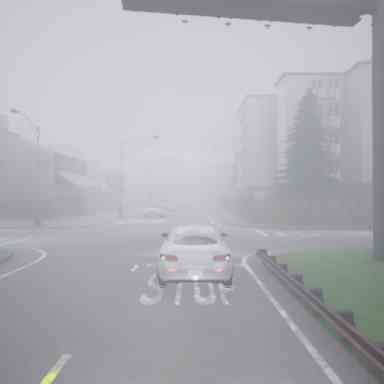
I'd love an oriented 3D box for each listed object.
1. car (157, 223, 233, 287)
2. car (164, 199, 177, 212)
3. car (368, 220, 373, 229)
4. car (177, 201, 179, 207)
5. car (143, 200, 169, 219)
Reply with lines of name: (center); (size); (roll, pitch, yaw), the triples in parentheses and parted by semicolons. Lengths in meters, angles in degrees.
car: (0.075, 1.625, 9.533); (1.812, 1.442, 4.674); (0, 0, 0)
car: (-3.647, 1.828, 46.451); (2.097, 1.767, 4.553); (0, 0, 0)
car: (14.422, 1.947, 21.733); (5.357, 1.411, 2.033); (0, -1, -9)
car: (-3.582, 2.194, 64.588); (1.812, 1.442, 4.674); (0, -1, 0)
car: (-3.681, 1.870, 33.411); (1.812, 1.442, 4.674); (0, -1, 2)
